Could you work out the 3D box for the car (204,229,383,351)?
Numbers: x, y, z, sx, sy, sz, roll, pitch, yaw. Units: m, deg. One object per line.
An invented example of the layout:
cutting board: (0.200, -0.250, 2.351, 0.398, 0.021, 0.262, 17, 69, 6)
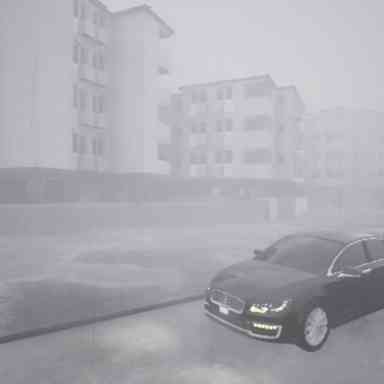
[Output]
car: (2.468, 1.526, 6.303, 4.892, 1.490, 1.837, 1, 0, -35)
